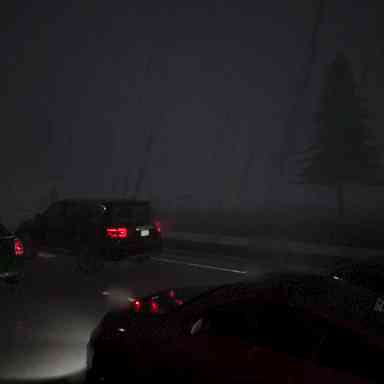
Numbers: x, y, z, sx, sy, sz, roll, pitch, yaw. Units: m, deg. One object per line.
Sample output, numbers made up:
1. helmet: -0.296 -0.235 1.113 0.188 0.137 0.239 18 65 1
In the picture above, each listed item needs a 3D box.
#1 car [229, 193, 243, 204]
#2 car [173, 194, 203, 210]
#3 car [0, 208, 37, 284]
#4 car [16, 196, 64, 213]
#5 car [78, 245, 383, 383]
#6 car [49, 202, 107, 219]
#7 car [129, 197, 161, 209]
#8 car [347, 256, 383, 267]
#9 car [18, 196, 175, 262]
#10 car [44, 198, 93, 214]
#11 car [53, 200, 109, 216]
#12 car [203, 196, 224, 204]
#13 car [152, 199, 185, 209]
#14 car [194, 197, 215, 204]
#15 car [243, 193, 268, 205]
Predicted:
1. car: 9.175 1.226 62.540 2.150 2.045 5.566 0 0 37
2. car: -1.336 1.222 42.359 2.150 2.045 5.566 0 0 36
3. car: -6.217 1.352 8.391 4.553 1.767 2.097 0 0 36
4. car: -17.393 1.353 38.179 2.097 1.767 4.553 0 0 36
5. car: 0.834 1.564 3.394 4.181 1.385 1.994 0 0 35
6. car: -10.215 1.601 30.187 1.895 1.301 4.718 0 0 36
7. car: -6.580 1.526 47.043 1.812 1.442 4.674 0 0 36
8. car: 4.703 1.478 4.933 5.008 1.535 1.882 0 0 35
9. car: -3.473 1.221 10.732 5.566 2.045 2.150 0 0 36
10. car: -13.720 1.478 37.273 1.882 1.535 5.008 0 0 36
11. car: -11.395 1.547 34.522 2.033 1.411 5.357 0 0 36
12. car: 4.243 1.525 61.773 1.812 1.442 4.674 0 0 37
13. car: -3.171 1.601 45.775 1.895 1.301 4.718 0 0 36
14. car: 2.502 1.601 65.297 1.895 1.301 4.718 0 0 37
15. car: 11.973 1.226 60.438 2.150 2.045 5.566 0 0 37
